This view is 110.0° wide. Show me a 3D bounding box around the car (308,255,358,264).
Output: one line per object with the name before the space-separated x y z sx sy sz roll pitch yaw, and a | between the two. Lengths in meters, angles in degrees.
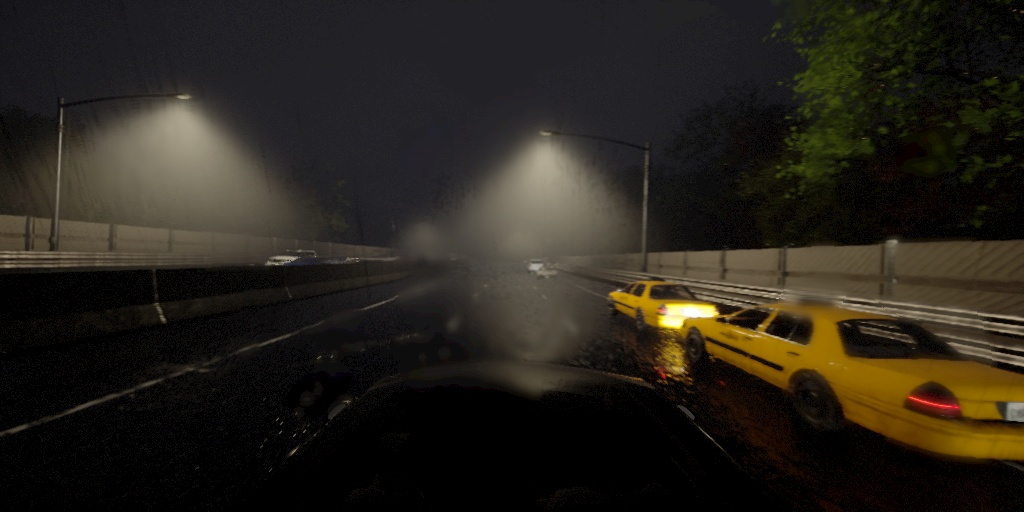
car | -14.124 0.906 29.417 2.128 1.511 4.902 2 0 0

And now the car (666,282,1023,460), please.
car | 4.634 1.410 5.815 1.801 1.575 5.366 2 0 0

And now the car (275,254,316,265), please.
car | -17.629 0.817 30.717 1.812 1.442 4.674 2 0 0

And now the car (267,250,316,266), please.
car | -21.121 0.411 34.859 2.150 2.045 5.566 2 0 0

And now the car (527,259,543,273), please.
car | 3.368 1.471 51.828 2.150 2.045 5.566 2 0 0

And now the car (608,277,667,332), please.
car | 4.599 1.452 11.815 1.801 1.575 5.366 2 0 0

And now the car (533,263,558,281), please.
car | 3.449 1.734 36.225 1.895 1.301 4.718 2 0 0
